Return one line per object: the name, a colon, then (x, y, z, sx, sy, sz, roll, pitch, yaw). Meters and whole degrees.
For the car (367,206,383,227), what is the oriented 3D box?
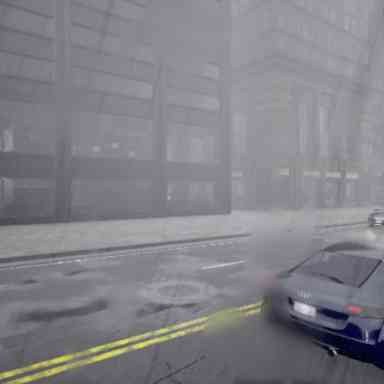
car: (12.929, 1.480, 20.871, 4.902, 1.511, 2.128, 0, 0, -35)

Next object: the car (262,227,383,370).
car: (3.170, 1.561, 5.697, 4.181, 1.385, 1.994, 0, 0, -35)
